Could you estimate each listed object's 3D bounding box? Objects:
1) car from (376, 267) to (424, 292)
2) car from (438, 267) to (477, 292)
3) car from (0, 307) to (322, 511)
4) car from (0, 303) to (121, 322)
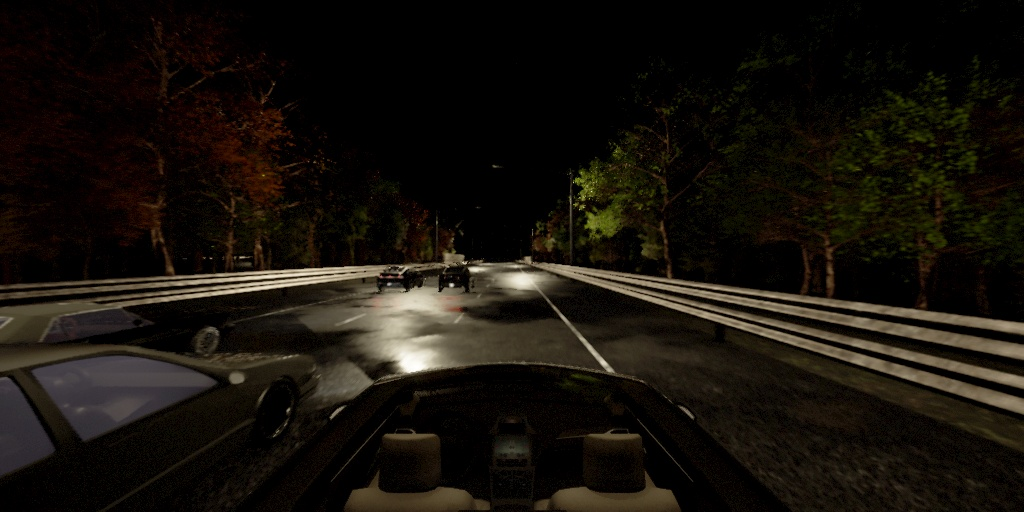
[{"bbox_3d":[-6.928,1.418,22.667,2.128,1.511,4.902,0,0,0],"label":"car"},{"bbox_3d":[-3.428,1.433,22.769,1.837,1.490,4.892,0,0,0],"label":"car"},{"bbox_3d":[-3.403,1.301,2.211,2.033,1.411,5.357,0,0,0],"label":"car"},{"bbox_3d":[-6.907,1.383,5.563,1.895,1.301,4.718,0,0,0],"label":"car"}]
